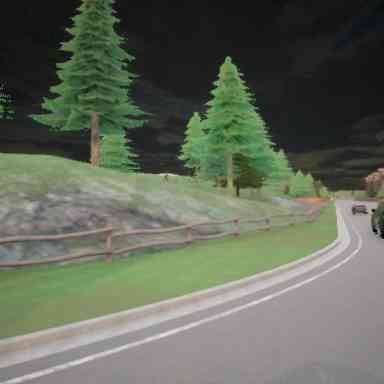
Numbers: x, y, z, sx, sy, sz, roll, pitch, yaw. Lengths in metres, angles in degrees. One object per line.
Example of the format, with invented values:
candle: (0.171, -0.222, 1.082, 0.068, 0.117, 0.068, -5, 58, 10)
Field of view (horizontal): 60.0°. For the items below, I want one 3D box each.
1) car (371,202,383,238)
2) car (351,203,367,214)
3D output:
car: (12.172, 1.574, 19.846, 2.150, 2.045, 5.566, -1, -1, 22)
car: (24.592, 2.430, 48.930, 2.128, 1.511, 4.902, -2, -2, 23)
